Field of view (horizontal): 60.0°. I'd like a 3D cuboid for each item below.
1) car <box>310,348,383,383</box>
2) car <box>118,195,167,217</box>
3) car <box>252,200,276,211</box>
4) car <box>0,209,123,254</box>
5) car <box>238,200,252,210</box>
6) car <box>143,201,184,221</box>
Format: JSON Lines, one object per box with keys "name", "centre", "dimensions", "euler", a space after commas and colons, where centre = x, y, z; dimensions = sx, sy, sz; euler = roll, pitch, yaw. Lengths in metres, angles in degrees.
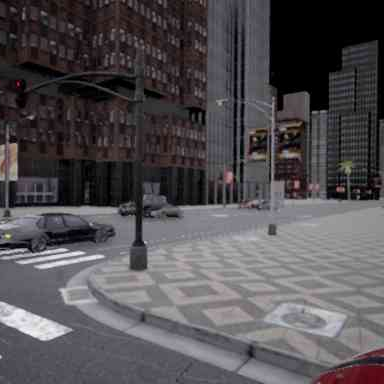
{"name": "car", "centre": [2.344, 1.453, 1.294], "dimensions": [4.097, 1.590, 1.967], "euler": [1, 0, 35]}
{"name": "car", "centre": [-4.547, 1.355, 31.985], "dimensions": [2.150, 2.045, 5.566], "euler": [1, 0, 35]}
{"name": "car", "centre": [11.053, 2.006, 48.427], "dimensions": [1.837, 1.490, 4.892], "euler": [1, -1, 36]}
{"name": "car", "centre": [-5.626, 1.570, 13.774], "dimensions": [2.033, 1.411, 5.357], "euler": [1, 0, 32]}
{"name": "car", "centre": [8.724, 1.995, 50.757], "dimensions": [1.812, 1.442, 4.674], "euler": [1, -1, 36]}
{"name": "car", "centre": [-2.571, 1.718, 29.150], "dimensions": [1.994, 1.385, 4.181], "euler": [1, 0, 35]}
